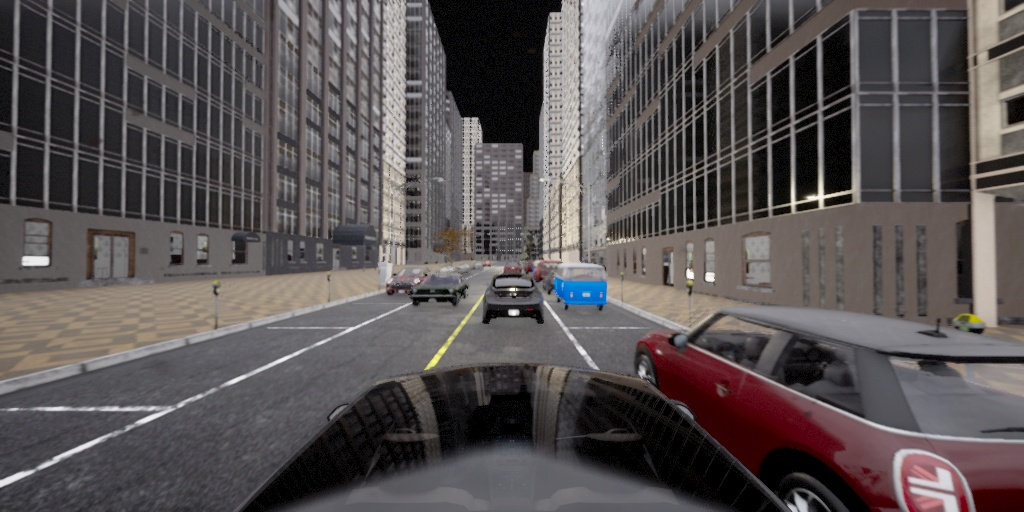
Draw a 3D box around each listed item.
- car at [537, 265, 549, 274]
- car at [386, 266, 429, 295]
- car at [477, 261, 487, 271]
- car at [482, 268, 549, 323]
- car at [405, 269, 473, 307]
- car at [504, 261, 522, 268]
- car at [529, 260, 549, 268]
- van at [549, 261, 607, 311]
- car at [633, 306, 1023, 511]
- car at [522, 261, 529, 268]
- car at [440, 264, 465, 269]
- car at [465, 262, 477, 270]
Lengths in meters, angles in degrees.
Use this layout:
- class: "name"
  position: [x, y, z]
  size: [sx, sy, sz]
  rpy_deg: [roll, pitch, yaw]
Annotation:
- class: "car"
  position: [2.692, 1.435, 20.495]
  size: [2.007, 1.370, 4.403]
  rpy_deg: [0, 0, 0]
- class: "car"
  position: [-5.688, 1.325, 20.467]
  size: [1.967, 1.591, 4.097]
  rpy_deg: [0, 0, 0]
- class: "car"
  position: [-5.689, 1.709, 59.966]
  size: [2.007, 1.370, 4.403]
  rpy_deg: [0, 0, 0]
- class: "car"
  position: [0.031, 1.333, 12.435]
  size: [1.837, 1.490, 4.892]
  rpy_deg: [0, 0, 0]
- class: "car"
  position: [-3.098, 1.456, 16.207]
  size: [1.895, 1.301, 4.718]
  rpy_deg: [0, 0, 0]
- class: "car"
  position: [0.102, 1.397, 43.322]
  size: [2.097, 1.767, 4.553]
  rpy_deg: [0, 0, 0]
- class: "car"
  position: [2.692, 1.239, 26.137]
  size: [2.192, 1.841, 5.009]
  rpy_deg: [0, 0, 0]
- class: "van"
  position: [2.692, 1.186, 14.854]
  size: [1.690, 1.789, 3.998]
  rpy_deg: [0, 0, 0]
- class: "car"
  position: [2.692, 1.203, 3.572]
  size: [1.967, 1.591, 4.097]
  rpy_deg: [0, 0, 0]
- class: "car"
  position: [2.692, 1.357, 43.061]
  size: [2.192, 1.841, 5.009]
  rpy_deg: [0, 0, 0]
- class: "car"
  position: [-5.689, 1.514, 31.752]
  size: [2.007, 1.370, 4.403]
  rpy_deg: [0, 0, 0]
- class: "car"
  position: [-5.689, 1.593, 43.037]
  size: [2.007, 1.370, 4.403]
  rpy_deg: [0, 0, 0]
